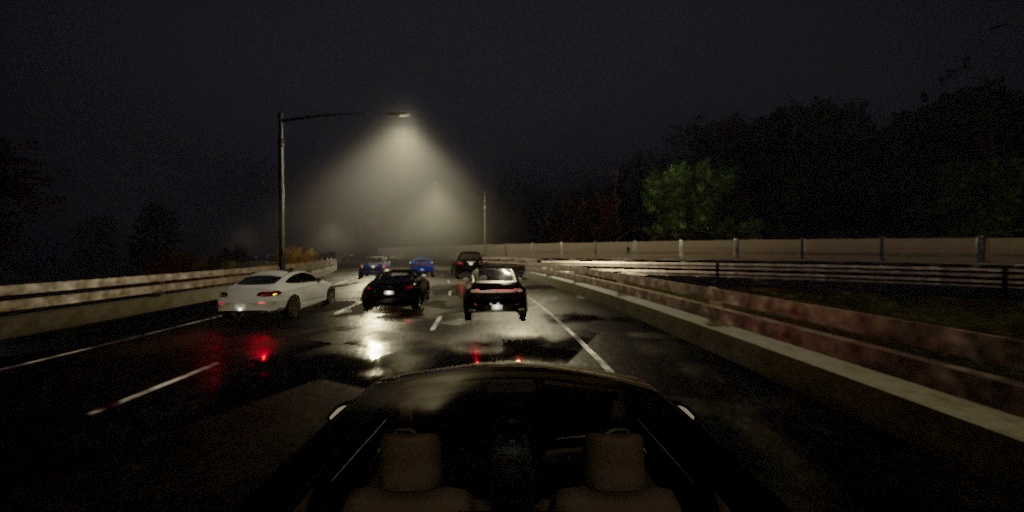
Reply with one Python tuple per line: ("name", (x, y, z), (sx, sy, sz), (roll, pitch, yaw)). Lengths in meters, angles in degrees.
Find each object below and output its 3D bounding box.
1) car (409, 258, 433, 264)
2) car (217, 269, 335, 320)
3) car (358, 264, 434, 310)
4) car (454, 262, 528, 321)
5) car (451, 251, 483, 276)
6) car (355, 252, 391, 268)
("car", (-7.804, 0.900, 30.819), (1.882, 1.535, 5.008), (0, 1, -16))
("car", (-7.674, 1.175, 12.118), (1.812, 1.442, 4.674), (0, 1, -6))
("car", (-4.385, 1.179, 14.048), (1.994, 1.385, 4.181), (0, 1, -7))
("car", (-0.623, 1.120, 11.942), (2.128, 1.511, 4.902), (0, 1, -5))
("car", (-3.654, 0.652, 28.989), (2.150, 2.045, 5.566), (0, 1, -14))
("car", (-10.794, 0.812, 28.536), (2.097, 1.767, 4.553), (0, 1, -14))
